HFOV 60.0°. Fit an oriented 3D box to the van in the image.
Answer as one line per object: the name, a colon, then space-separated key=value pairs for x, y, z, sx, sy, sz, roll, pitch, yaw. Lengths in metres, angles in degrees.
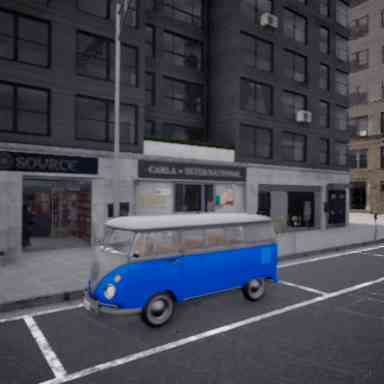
van: x=-0.026 y=1.345 z=6.734 sx=3.998 sy=1.788 sz=1.690 roll=0 pitch=1 yaw=-35
